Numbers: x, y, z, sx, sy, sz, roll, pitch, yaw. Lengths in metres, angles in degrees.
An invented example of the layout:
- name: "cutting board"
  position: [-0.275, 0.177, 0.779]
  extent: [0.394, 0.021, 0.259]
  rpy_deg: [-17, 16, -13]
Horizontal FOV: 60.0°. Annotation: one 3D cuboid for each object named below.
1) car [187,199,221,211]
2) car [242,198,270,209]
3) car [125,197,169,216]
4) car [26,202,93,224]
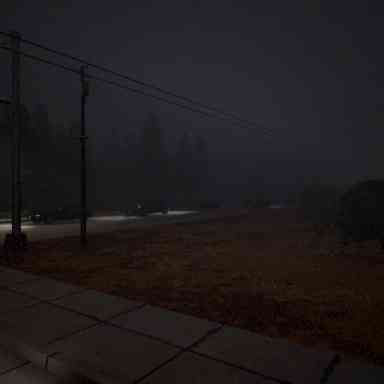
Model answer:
- name: "car"
  position: [1.523, 1.510, 39.971]
  extent: [1.895, 1.301, 4.718]
  rpy_deg: [0, 0, 37]
- name: "car"
  position: [8.395, 1.466, 43.049]
  extent: [1.895, 1.301, 4.718]
  rpy_deg: [0, 0, 37]
- name: "car"
  position: [-4.327, 1.312, 32.097]
  extent: [2.097, 1.767, 4.553]
  rpy_deg: [0, 0, 37]
- name: "car"
  position: [-9.732, 1.513, 24.808]
  extent: [1.837, 1.490, 4.892]
  rpy_deg: [0, 0, 37]
